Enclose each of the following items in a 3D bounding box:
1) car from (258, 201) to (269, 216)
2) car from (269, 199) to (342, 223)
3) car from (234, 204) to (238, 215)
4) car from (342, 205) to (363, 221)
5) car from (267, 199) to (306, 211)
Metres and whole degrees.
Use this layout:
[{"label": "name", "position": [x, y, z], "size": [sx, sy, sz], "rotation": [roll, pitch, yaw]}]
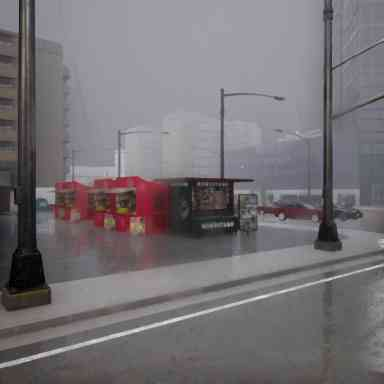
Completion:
[{"label": "car", "position": [6.907, 1.690, 35.786], "size": [1.882, 1.535, 5.008], "rotation": [0, 0, -36]}, {"label": "car", "position": [9.011, 1.589, 26.889], "size": [1.882, 1.535, 5.008], "rotation": [0, -1, -38]}, {"label": "car", "position": [3.517, 1.751, 34.502], "size": [1.812, 1.442, 4.674], "rotation": [0, -1, -36]}, {"label": "car", "position": [12.238, 1.672, 28.434], "size": [1.994, 1.385, 4.181], "rotation": [0, -1, -35]}, {"label": "car", "position": [12.932, 1.767, 45.685], "size": [2.128, 1.511, 4.902], "rotation": [0, -1, -36]}]
